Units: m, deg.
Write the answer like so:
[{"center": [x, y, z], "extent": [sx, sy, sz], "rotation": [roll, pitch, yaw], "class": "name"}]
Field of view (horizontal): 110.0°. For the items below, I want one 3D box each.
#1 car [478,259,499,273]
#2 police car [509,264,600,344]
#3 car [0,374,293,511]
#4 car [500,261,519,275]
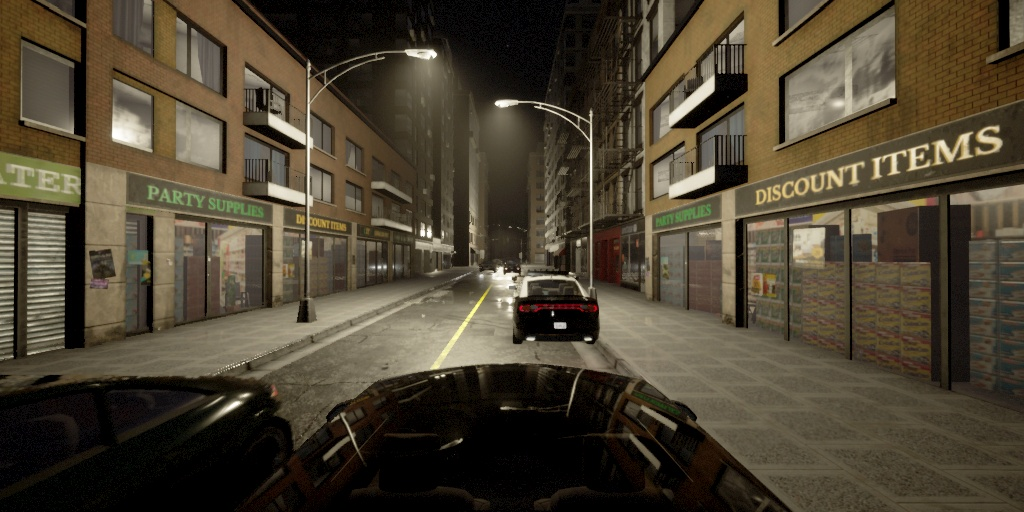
[{"center": [-2.905, 1.302, 43.563], "extent": [1.812, 1.442, 4.674], "rotation": [0, 0, 0], "class": "car"}, {"center": [0.953, 1.178, 9.702], "extent": [1.930, 1.638, 5.238], "rotation": [0, 0, 0], "class": "police car"}, {"center": [-2.849, 1.314, 1.332], "extent": [1.994, 1.385, 4.181], "rotation": [0, 0, 0], "class": "car"}, {"center": [0.028, 1.373, 39.283], "extent": [1.895, 1.301, 4.718], "rotation": [0, 0, 0], "class": "car"}]
